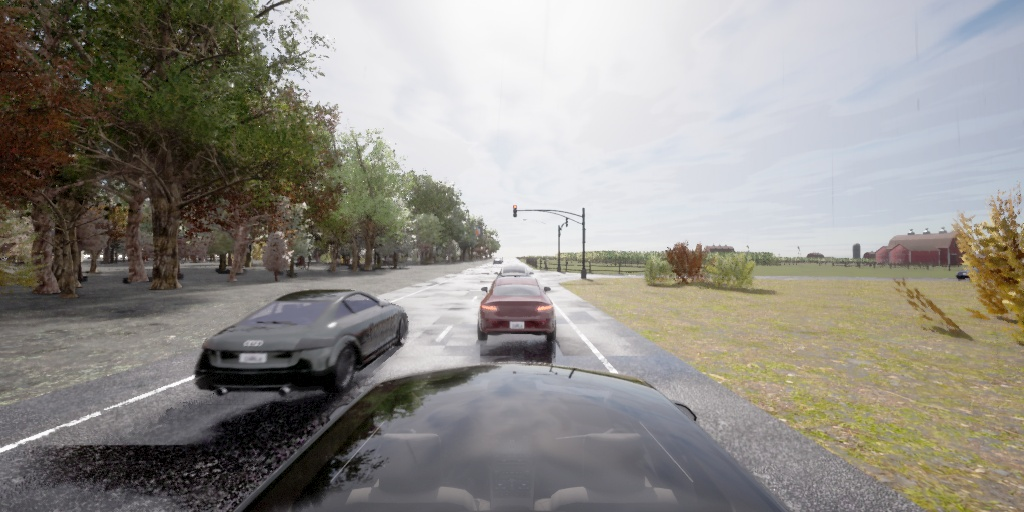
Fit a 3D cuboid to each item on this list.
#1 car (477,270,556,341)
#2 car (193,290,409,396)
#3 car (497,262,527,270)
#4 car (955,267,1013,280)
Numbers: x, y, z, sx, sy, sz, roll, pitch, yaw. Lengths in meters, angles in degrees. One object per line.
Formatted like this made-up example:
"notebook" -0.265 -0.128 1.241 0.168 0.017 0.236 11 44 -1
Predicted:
"car" 0.111 1.278 9.780 1.812 1.442 4.674 0 0 0
"car" -3.397 1.315 6.711 1.994 1.385 4.181 0 0 0
"car" 0.104 1.259 19.042 1.837 1.490 4.892 0 0 0
"car" 48.942 1.845 37.138 4.181 1.385 1.994 1 -1 0
